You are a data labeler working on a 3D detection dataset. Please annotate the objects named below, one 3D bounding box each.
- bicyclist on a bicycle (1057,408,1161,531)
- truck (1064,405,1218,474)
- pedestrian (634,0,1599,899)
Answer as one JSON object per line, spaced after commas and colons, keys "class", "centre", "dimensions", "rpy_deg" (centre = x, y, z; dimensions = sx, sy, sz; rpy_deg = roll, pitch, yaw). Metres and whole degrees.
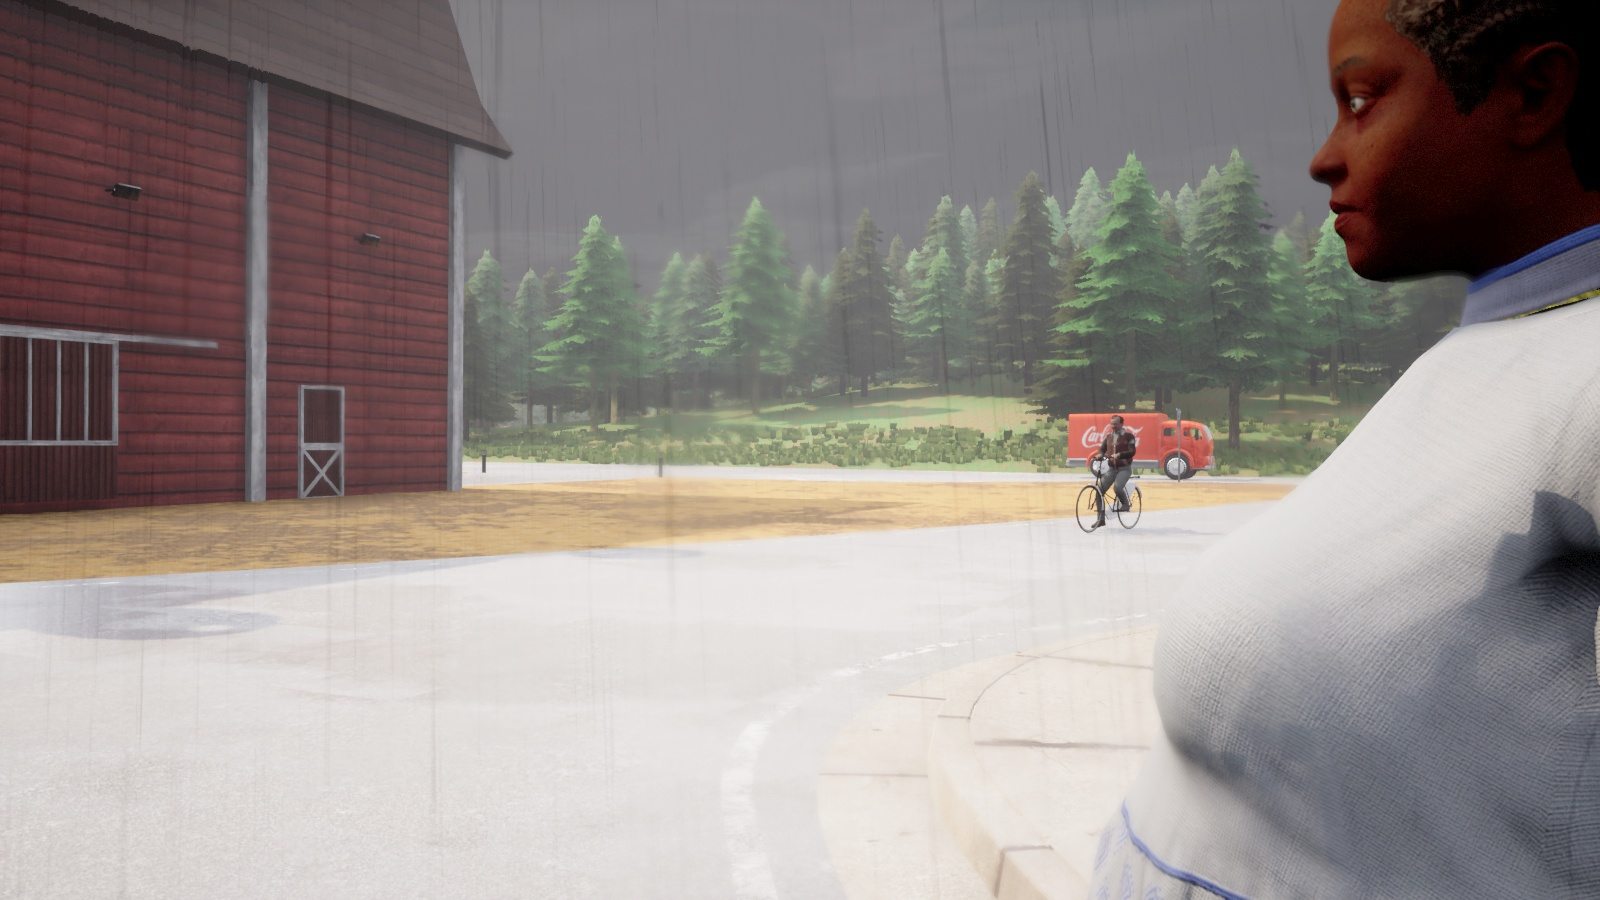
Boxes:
{"class": "bicyclist on a bicycle", "centre": [4.672, 0.268, 18.923], "dimensions": [1.843, 1.776, 0.659], "rpy_deg": [-1, 1, -45]}
{"class": "truck", "centre": [12.915, -0.380, 47.505], "dimensions": [5.204, 2.467, 2.627], "rpy_deg": [0, 0, 26]}
{"class": "pedestrian", "centre": [0.492, 0.512, 0.896], "dimensions": [0.900, 1.855, 0.874], "rpy_deg": [0, 0, 19]}
